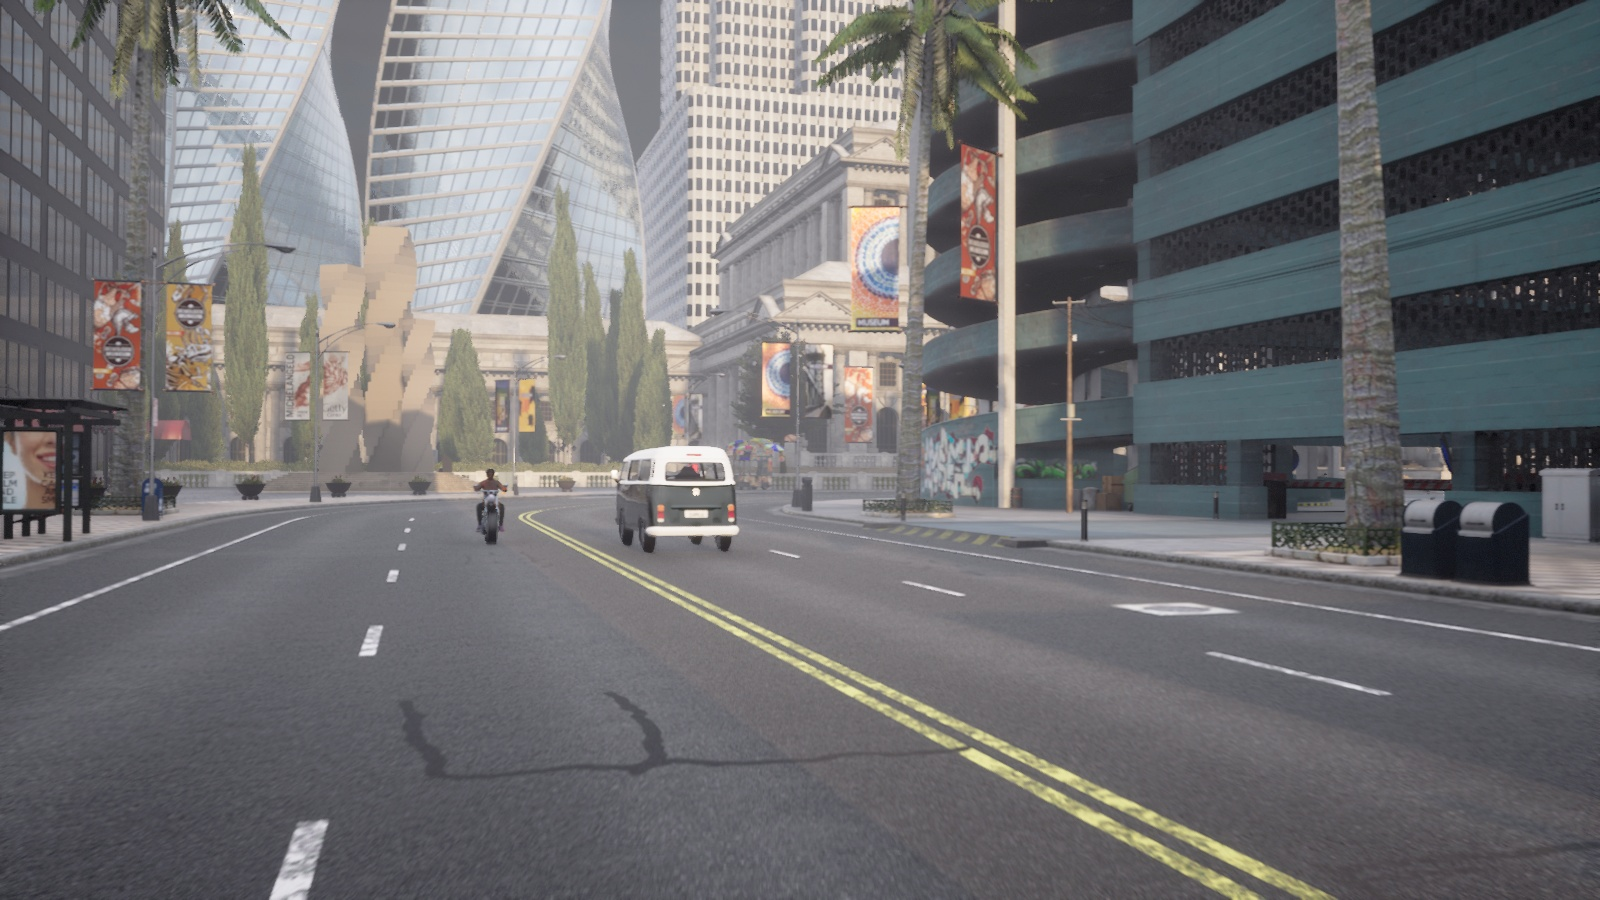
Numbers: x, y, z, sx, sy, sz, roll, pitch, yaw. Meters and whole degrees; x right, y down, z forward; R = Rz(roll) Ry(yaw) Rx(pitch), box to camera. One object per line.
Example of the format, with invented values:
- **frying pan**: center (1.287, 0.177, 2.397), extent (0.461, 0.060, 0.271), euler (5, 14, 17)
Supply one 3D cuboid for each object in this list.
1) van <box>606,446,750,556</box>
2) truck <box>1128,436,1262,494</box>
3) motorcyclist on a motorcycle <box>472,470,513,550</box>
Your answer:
- **van**: center (-2.602, 0.988, 25.673), extent (2.069, 2.038, 4.480), euler (0, -1, -17)
- **truck**: center (26.888, 1.007, 85.515), extent (8.468, 3.827, 2.891), euler (0, -1, -16)
- **motorcyclist on a motorcycle**: center (-6.659, 1.257, 27.113), extent (0.766, 1.649, 2.350), euler (0, -1, -16)
